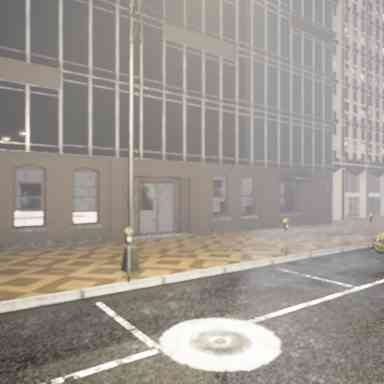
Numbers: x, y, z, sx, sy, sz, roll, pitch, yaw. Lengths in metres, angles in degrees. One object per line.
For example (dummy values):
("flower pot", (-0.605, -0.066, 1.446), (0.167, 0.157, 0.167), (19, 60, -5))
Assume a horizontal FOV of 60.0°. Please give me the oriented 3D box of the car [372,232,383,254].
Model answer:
("car", (8.731, 1.625, 12.791), (4.829, 1.417, 1.752), (0, -1, -35))
